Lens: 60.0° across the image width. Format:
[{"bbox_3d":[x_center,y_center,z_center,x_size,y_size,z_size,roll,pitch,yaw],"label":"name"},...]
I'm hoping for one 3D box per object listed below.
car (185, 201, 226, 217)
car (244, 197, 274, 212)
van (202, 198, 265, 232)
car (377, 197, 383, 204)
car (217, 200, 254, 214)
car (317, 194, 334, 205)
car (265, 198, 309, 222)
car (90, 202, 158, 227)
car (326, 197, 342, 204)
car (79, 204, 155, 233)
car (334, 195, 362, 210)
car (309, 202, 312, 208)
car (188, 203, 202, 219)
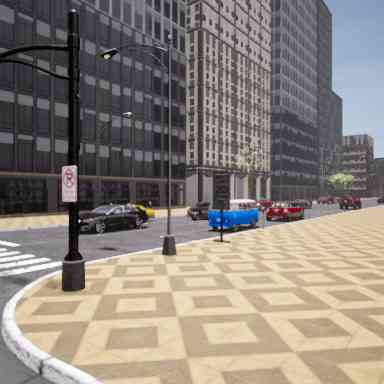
[{"bbox_3d":[1.377,1.600,31.709,1.802,1.307,4.206,0,0,38],"label":"car"},{"bbox_3d":[8.184,1.467,40.512,1.967,1.590,4.097,0,0,38],"label":"car"},{"bbox_3d":[2.633,1.366,20.270,1.690,1.788,3.998,0,0,38],"label":"van"},{"bbox_3d":[38.243,1.656,66.497,1.947,1.339,4.313,0,0,38],"label":"car"},{"bbox_3d":[4.781,1.567,36.111,1.887,1.381,4.507,0,0,38],"label":"car"},{"bbox_3d":[25.204,1.376,62.518,2.192,1.841,5.009,0,0,38],"label":"car"},{"bbox_3d":[7.610,1.470,26.888,1.967,1.590,4.097,0,0,38],"label":"car"},{"bbox_3d":[-4.749,1.536,24.001,1.752,1.417,4.829,0,0,38],"label":"car"},{"bbox_3d":[28.607,1.620,66.918,2.008,1.369,4.403,0,0,38],"label":"car"},{"bbox_3d":[-4.765,1.504,19.741,2.128,1.511,4.902,0,0,38],"label":"car"},{"bbox_3d":[21.225,1.366,44.493,2.192,1.841,5.009,0,0,38],"label":"car"},{"bbox_3d":[14.341,1.639,44.327,1.895,1.301,4.718,0,0,38],"label":"car"},{"bbox_3d":[1.696,1.525,28.092,1.837,1.490,4.892,0,0,38],"label":"car"}]
